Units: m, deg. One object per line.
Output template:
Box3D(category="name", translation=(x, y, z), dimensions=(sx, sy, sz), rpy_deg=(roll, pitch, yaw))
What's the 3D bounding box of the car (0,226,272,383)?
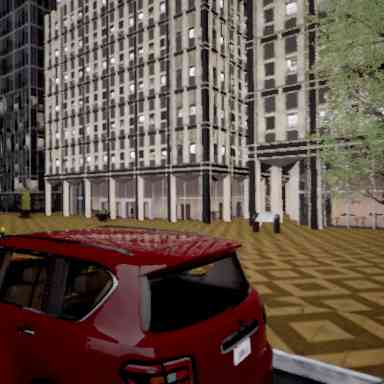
Box3D(category="car", translation=(-1.553, 1.351, 3.987), dimensions=(5.009, 1.841, 2.192), rpy_deg=(-1, -1, 36))
